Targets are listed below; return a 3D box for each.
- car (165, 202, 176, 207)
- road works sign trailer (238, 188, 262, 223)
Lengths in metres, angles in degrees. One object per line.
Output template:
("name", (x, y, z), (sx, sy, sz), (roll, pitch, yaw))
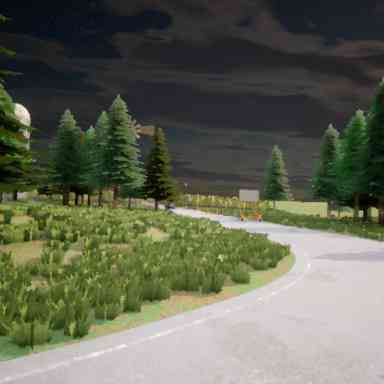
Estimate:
("car", (-4.336, 2.858, 66.727), (1.837, 1.490, 4.892), (2, -1, -13))
("road works sign trailer", (6.081, 1.433, 36.233), (2.380, 3.560, 2.880), (2, -1, -13))
